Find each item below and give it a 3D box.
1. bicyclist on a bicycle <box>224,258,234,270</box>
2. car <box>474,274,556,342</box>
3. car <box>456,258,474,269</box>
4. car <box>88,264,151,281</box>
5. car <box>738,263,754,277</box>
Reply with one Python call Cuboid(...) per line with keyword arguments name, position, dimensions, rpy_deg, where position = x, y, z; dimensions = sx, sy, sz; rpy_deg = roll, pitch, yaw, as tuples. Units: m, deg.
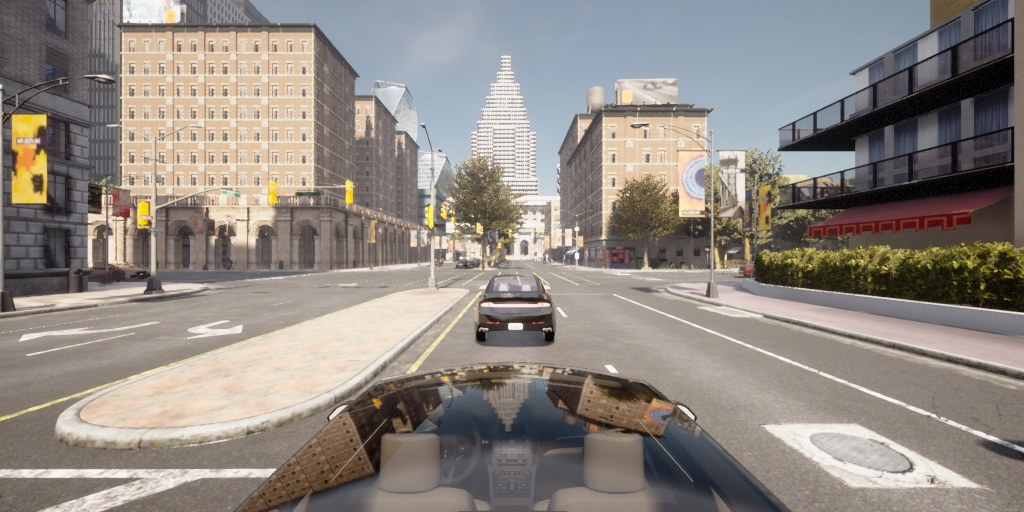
Cuboid(name="bicyclist on a bicycle", position=(-37.237, 1.050, 47.226), dimensions=(0.582, 1.620, 1.656), rpy_deg=(0, 0, 0))
Cuboid(name="car", position=(0.083, 1.242, 9.815), dimensions=(2.128, 1.511, 4.902), rpy_deg=(0, 0, 0))
Cuboid(name="car", position=(-8.002, 1.241, 58.564), dimensions=(2.128, 1.511, 4.902), rpy_deg=(0, 0, 0))
Cuboid(name="car", position=(-32.258, 1.314, 29.278), dimensions=(4.181, 1.385, 1.994), rpy_deg=(0, 0, 0))
Cuboid(name="car", position=(23.448, 1.276, 33.012), dimensions=(4.674, 1.442, 1.812), rpy_deg=(0, 0, 0))
